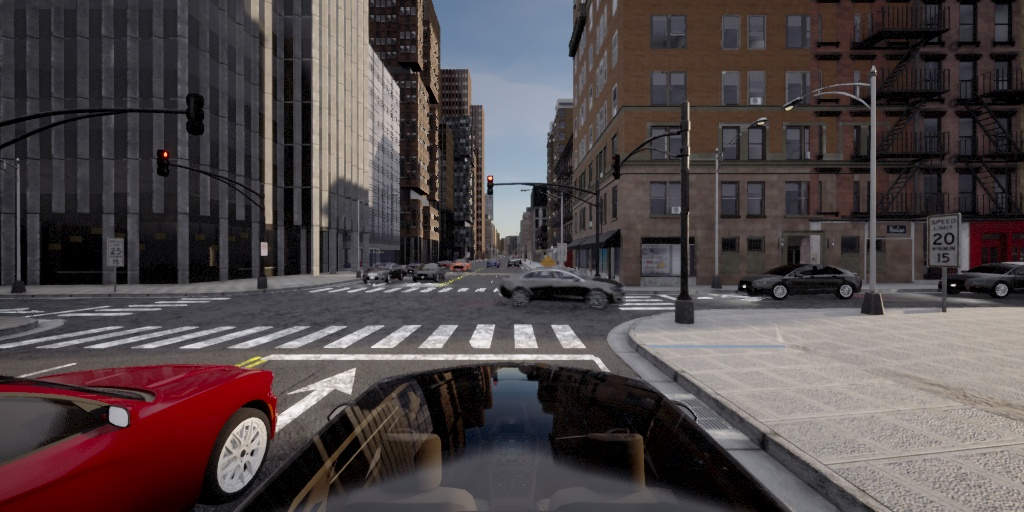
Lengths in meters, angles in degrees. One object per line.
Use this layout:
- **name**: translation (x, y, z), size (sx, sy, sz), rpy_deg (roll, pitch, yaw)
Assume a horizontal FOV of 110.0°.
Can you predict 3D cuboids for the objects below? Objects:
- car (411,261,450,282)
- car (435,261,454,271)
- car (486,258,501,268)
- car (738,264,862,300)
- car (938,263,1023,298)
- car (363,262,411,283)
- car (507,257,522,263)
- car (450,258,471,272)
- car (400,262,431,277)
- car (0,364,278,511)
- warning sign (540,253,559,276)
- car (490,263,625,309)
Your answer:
- **car**: translation (-6.537, 1.254, 28.649), size (1.837, 1.490, 4.892), rpy_deg (0, 1, 0)
- **car**: translation (-9.712, 1.363, 51.874), size (1.895, 1.301, 4.718), rpy_deg (0, 0, 0)
- **car**: translation (-3.054, 1.118, 59.451), size (2.097, 1.767, 4.553), rpy_deg (0, 0, 1)
- **car**: translation (12.907, 1.116, 16.232), size (4.892, 1.490, 1.837), rpy_deg (0, 0, -1)
- **car**: translation (22.304, 1.048, 16.149), size (4.892, 1.490, 1.837), rpy_deg (0, 0, 0)
- **car**: translation (-9.800, 1.244, 27.655), size (2.128, 1.511, 4.902), rpy_deg (0, 0, 1)
- **car**: translation (0.189, 1.271, 58.703), size (1.837, 1.490, 4.892), rpy_deg (0, 0, 0)
- **car**: translation (-6.488, 1.112, 45.527), size (2.097, 1.767, 4.553), rpy_deg (0, 0, 0)
- **car**: translation (-9.758, 1.320, 36.620), size (1.994, 1.385, 4.181), rpy_deg (0, 0, 1)
- **car**: translation (-3.154, 1.228, 1.379), size (1.882, 1.535, 5.008), rpy_deg (0, 0, 0)
- **warning sign**: translation (2.915, 0.868, 29.098), size (1.300, 1.860, 1.060), rpy_deg (0, 0, 0)
- **car**: translation (1.893, 1.193, 14.228), size (4.902, 1.511, 2.128), rpy_deg (0, 1, 15)
